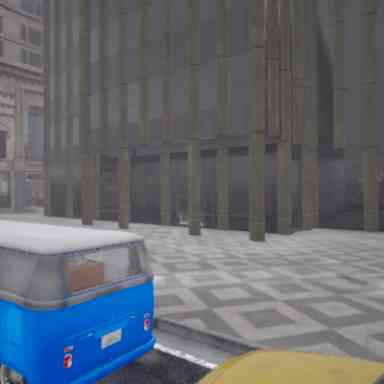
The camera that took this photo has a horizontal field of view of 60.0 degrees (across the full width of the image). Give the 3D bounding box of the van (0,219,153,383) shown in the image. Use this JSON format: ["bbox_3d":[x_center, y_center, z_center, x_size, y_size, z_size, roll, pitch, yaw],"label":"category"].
[{"bbox_3d":[-2.374,1.342,4.666,3.998,1.788,1.690,0,0,36],"label":"van"}]

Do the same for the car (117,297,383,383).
[{"bbox_3d":[1.983,1.525,1.554,4.829,1.417,1.752,0,0,36],"label":"car"}]
